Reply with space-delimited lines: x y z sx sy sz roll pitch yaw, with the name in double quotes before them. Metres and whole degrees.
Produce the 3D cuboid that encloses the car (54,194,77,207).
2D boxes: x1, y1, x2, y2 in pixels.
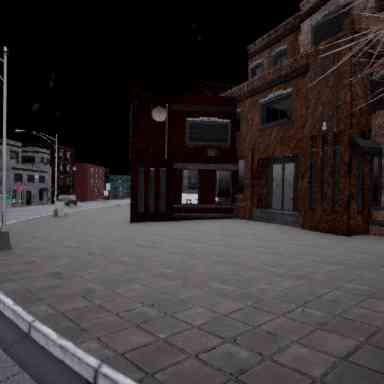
"car" -20.655 1.402 54.516 2.150 2.045 5.566 1 0 -1
